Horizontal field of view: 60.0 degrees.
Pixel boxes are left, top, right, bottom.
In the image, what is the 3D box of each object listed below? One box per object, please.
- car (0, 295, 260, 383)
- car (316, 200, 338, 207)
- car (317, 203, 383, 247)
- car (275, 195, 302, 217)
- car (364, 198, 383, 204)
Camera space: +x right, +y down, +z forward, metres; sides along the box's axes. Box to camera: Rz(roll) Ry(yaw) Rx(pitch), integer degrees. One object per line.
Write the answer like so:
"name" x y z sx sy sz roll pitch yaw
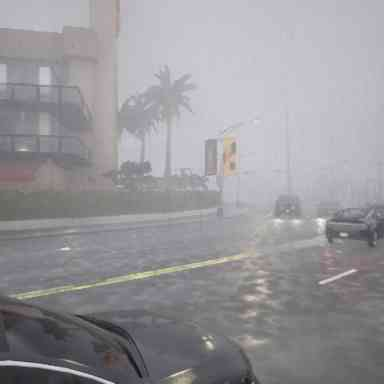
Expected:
"car" -1.641 1.503 2.109 4.892 1.490 1.837 0 0 -36
"car" 12.534 1.546 30.522 1.837 1.490 4.892 0 0 19
"car" 7.632 1.489 15.081 2.128 1.511 4.902 0 0 41
"car" 9.215 1.310 31.633 2.150 2.045 5.566 0 0 19
"car" 15.519 1.505 28.473 1.837 1.490 4.892 0 0 20
